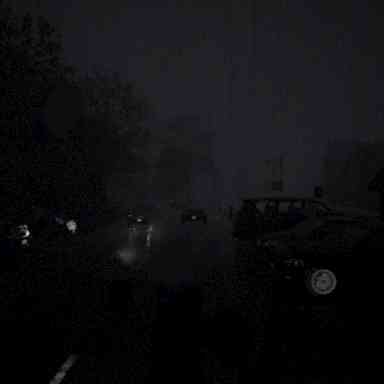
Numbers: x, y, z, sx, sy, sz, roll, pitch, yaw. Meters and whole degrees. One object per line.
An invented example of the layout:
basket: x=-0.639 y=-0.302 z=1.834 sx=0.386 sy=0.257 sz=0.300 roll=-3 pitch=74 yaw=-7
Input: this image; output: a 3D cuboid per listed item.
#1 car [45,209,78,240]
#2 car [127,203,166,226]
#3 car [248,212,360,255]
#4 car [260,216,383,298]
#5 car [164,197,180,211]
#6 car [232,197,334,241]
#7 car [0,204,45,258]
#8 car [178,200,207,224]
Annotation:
car: x=-8.080 y=1.372 z=16.410 sx=4.553 sy=1.767 sz=2.185 roll=0 pitch=-1 yaw=0
car: x=-3.306 y=1.514 z=23.393 sx=2.128 sy=1.511 sz=4.902 roll=0 pitch=0 yaw=0
car: x=4.428 y=1.540 z=10.830 sx=4.674 sy=1.452 sz=2.002 roll=0 pitch=0 yaw=0
car: x=4.428 y=1.496 z=8.002 sx=5.008 sy=1.535 sz=2.097 roll=0 pitch=0 yaw=0
car: x=-1.790 y=1.593 z=41.533 sx=1.895 sy=1.301 sz=4.718 roll=0 pitch=0 yaw=-25
car: x=4.456 y=1.251 z=13.655 sx=5.566 sy=2.045 sz=2.435 roll=0 pitch=0 yaw=0
car: x=-8.120 y=1.249 z=10.630 sx=5.566 sy=2.045 sz=2.435 roll=0 pitch=0 yaw=0
car: x=0.122 y=1.547 z=24.728 sx=1.812 sy=1.442 sz=4.674 roll=0 pitch=0 yaw=0
